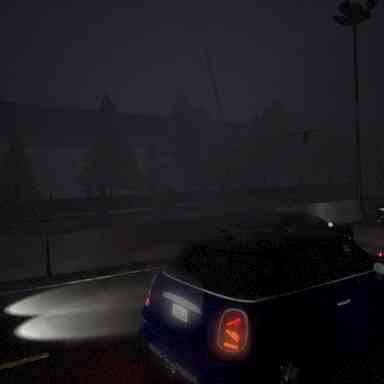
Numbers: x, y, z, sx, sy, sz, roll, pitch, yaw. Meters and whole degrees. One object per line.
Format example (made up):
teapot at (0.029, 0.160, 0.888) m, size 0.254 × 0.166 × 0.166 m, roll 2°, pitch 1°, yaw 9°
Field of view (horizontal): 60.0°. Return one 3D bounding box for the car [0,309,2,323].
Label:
car at (-4.978, 1.560, 4.493) m, size 4.181 × 1.385 × 1.994 m, roll 0°, pitch 0°, yaw -36°

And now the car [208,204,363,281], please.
car at (3.068, 1.321, 10.304) m, size 5.008 × 1.535 × 1.882 m, roll -3°, pitch 1°, yaw -36°

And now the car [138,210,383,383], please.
car at (1.591, 1.313, 4.915) m, size 4.553 × 1.767 × 2.097 m, roll -1°, pitch 1°, yaw -36°

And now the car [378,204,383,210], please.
car at (10.689, 0.864, 15.826) m, size 4.902 × 1.511 × 2.128 m, roll -4°, pitch 2°, yaw -36°
